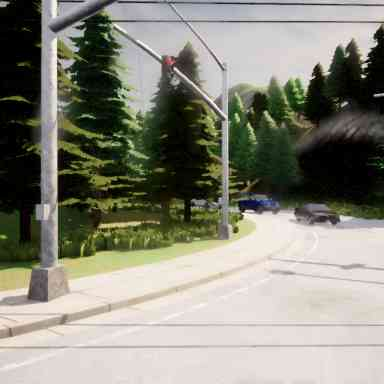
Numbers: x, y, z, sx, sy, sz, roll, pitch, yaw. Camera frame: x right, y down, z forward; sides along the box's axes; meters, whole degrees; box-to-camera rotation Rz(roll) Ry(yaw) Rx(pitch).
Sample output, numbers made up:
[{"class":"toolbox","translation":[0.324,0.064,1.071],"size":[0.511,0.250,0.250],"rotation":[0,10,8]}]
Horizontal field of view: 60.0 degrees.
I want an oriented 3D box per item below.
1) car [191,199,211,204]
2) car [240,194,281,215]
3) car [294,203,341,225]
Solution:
[{"class":"car","translation":[1.858,1.227,44.223],"size":[2.150,2.045,5.566],"rotation":[0,0,-34]},{"class":"car","translation":[6.908,1.226,34.989],"size":[2.150,2.045,5.566],"rotation":[0,0,-23]},{"class":"car","translation":[9.023,1.551,24.506],"size":[2.033,1.411,5.357],"rotation":[0,0,2]}]
